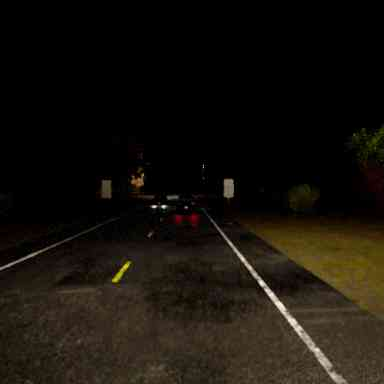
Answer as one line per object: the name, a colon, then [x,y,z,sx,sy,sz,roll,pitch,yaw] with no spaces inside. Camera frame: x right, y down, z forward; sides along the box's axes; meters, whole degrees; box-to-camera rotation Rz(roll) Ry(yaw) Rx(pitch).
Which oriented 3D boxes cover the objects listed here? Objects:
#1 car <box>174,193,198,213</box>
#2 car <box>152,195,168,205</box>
car: [-0.537,1.129,31.311,1.812,1.442,4.674,0,1,-1]
car: [-4.314,1.063,45.877,2.033,1.411,5.357,0,1,-1]
